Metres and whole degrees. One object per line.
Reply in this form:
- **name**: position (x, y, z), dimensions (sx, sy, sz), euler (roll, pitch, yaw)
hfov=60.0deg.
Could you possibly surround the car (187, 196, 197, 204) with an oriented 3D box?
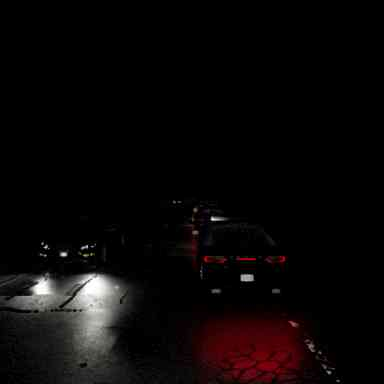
- **car**: position (-0.063, 1.509, 64.386), dimensions (1.837, 1.490, 4.892), euler (0, 0, 0)

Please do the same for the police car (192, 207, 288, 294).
- **police car**: position (1.042, 1.423, 8.894), dimensions (1.930, 1.638, 5.238), euler (0, 0, 0)

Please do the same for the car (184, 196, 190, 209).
- **car**: position (-0.025, 1.474, 45.248), dimensions (1.882, 1.535, 5.008), euler (0, 0, 0)

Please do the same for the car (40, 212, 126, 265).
- **car**: position (-3.609, 1.502, 11.780), dimensions (1.837, 1.490, 4.892), euler (0, 0, 0)

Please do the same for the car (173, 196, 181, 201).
- **car**: position (-3.579, 1.560, 80.733), dimensions (2.033, 1.411, 5.357), euler (0, 0, 0)

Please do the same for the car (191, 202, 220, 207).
- **car**: position (1.032, 1.521, 18.785), dimensions (1.812, 1.442, 4.674), euler (0, 0, 0)

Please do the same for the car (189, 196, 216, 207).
- **car**: position (1.025, 1.346, 24.756), dimensions (2.097, 1.767, 4.553), euler (0, 0, 0)
